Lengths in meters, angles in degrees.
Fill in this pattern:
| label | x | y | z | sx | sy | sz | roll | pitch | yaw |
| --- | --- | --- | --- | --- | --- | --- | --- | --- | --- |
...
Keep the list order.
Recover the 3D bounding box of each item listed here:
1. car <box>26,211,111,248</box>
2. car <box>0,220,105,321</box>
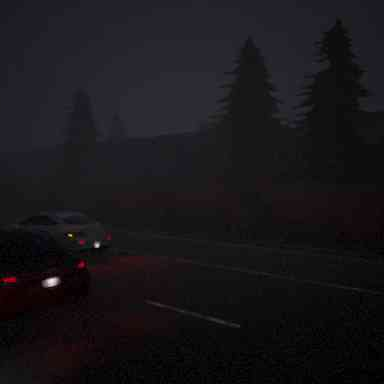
| label | x | y | z | sx | sy | sz | roll | pitch | yaw |
| --- | --- | --- | --- | --- | --- | --- | --- | --- | --- |
| car | -4.846 | 1.385 | 11.721 | 4.674 | 1.442 | 1.812 | 1 | 1 | 35 |
| car | -4.007 | 1.470 | 6.818 | 4.181 | 1.385 | 1.994 | 1 | 1 | 36 |
